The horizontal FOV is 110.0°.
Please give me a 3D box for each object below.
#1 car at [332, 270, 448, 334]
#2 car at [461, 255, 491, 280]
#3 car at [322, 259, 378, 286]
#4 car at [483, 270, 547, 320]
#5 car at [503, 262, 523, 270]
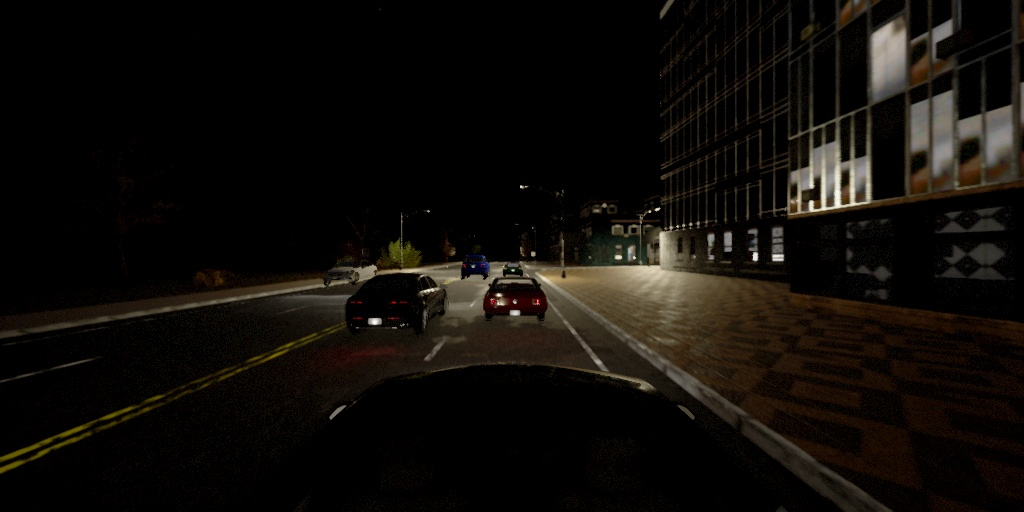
[{"bbox_3d":[-3.154,1.254,10.662,1.837,1.490,4.892,0,0,0],"label":"car"},{"bbox_3d":[-3.158,0.969,31.767,2.150,2.045,5.566,0,0,0],"label":"car"},{"bbox_3d":[-9.755,0.927,22.031,1.812,1.442,4.674,0,0,0],"label":"car"},{"bbox_3d":[0.094,1.350,12.555,1.895,1.301,4.718,0,0,0],"label":"car"},{"bbox_3d":[0.091,1.311,35.410,1.994,1.385,4.181,0,0,0],"label":"car"}]
